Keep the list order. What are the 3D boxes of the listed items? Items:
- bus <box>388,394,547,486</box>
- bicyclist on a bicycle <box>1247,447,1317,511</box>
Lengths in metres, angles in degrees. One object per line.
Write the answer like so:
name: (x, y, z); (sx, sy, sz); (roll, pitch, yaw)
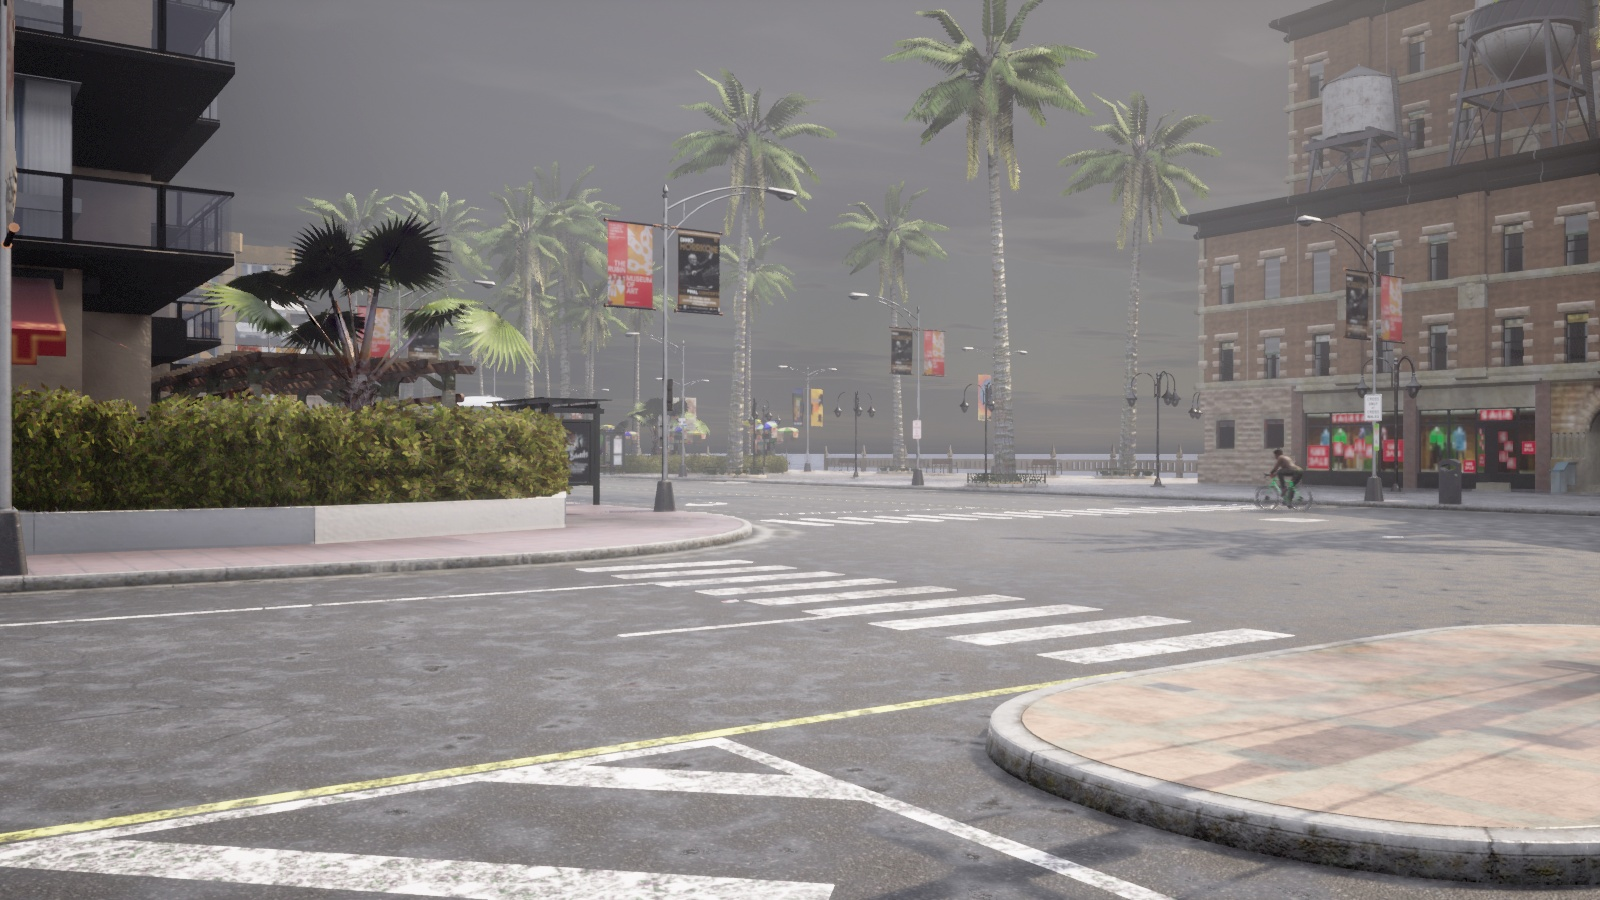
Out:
bus: (-16.932, -0.441, 63.240); (3.944, 4.253, 10.273); (0, 0, -39)
bicyclist on a bicycle: (12.526, 0.751, 32.691); (0.582, 1.620, 1.656); (0, 0, -34)
